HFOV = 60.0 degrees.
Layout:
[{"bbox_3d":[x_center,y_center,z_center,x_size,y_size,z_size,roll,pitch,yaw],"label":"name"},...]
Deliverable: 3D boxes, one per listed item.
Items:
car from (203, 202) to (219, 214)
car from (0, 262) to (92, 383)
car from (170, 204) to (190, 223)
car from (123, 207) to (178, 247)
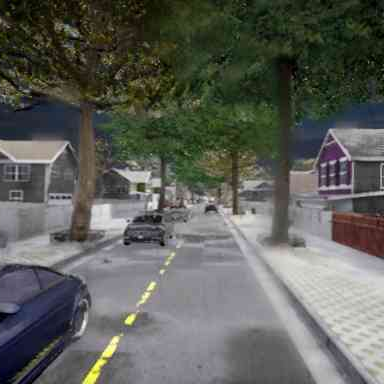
[{"bbox_3d":[2.722,2.231,47.136,1.837,1.490,4.892,1,-1,3],"label":"car"},{"bbox_3d":[-2.719,1.581,3.850,1.994,1.385,4.181,1,-1,3],"label":"car"},{"bbox_3d":[-1.218,1.879,29.433,1.837,1.490,4.892,1,-1,3],"label":"car"},{"bbox_3d":[-1.997,1.694,16.307,1.837,1.490,4.892,1,-1,3],"label":"car"}]
